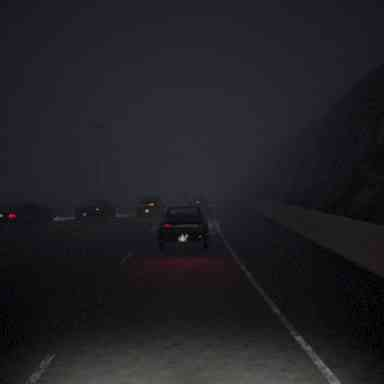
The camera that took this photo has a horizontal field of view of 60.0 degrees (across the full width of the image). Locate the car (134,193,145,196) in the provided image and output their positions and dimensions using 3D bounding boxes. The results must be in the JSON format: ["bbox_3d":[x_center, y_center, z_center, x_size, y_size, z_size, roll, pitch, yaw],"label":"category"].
[{"bbox_3d":[-8.738,0.853,56.385,2.033,1.411,5.357,-1,1,3],"label":"car"}]

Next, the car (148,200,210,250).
[{"bbox_3d":[-0.289,1.307,13.422,2.128,1.511,4.902,-1,1,1],"label":"car"}]

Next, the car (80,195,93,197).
[{"bbox_3d":[-19.200,0.921,59.460,2.033,1.411,5.357,-1,1,4],"label":"car"}]

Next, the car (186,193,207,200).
[{"bbox_3d":[0.746,1.032,37.637,1.994,1.385,4.181,-1,1,3],"label":"car"}]

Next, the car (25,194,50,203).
[{"bbox_3d":[-26.349,1.085,57.014,1.895,1.301,4.718,-1,1,4],"label":"car"}]

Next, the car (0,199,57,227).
[{"bbox_3d":[-10.688,1.360,21.430,2.033,1.411,5.357,-1,1,3],"label":"car"}]

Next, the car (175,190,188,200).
[{"bbox_3d":[-1.678,0.573,57.313,2.097,1.767,4.553,-1,1,3],"label":"car"}]

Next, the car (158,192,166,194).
[{"bbox_3d":[-5.173,0.780,57.485,1.812,1.442,4.674,-1,1,3],"label":"car"}]

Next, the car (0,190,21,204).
[{"bbox_3d":[-30.078,0.799,53.188,2.150,2.045,5.566,-1,1,4],"label":"car"}]

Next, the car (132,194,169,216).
[{"bbox_3d":[-3.300,1.152,27.666,1.837,1.490,4.892,-1,0,3],"label":"car"}]

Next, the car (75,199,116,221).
[{"bbox_3d":[-6.977,1.260,24.291,1.812,1.442,4.674,-1,1,3],"label":"car"}]
